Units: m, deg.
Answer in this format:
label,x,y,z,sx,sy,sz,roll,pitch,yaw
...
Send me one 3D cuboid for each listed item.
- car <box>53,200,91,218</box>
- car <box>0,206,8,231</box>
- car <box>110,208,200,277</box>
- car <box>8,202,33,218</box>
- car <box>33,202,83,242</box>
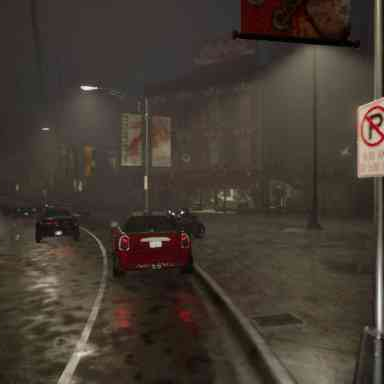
label,x,y,z,sx,sy,sz,roll,pitch,yaw
car,-10.377,1.586,28.766,1.895,1.301,4.718,0,0,-34
car,-9.965,1.483,15.159,2.128,1.511,4.902,0,0,-24
car,-1.459,1.351,10.542,2.097,1.767,4.553,0,0,-15
car,-15.743,1.586,30.283,1.895,1.301,4.718,0,0,-42
car,-6.767,1.502,16.580,1.837,1.490,4.892,0,0,-24
